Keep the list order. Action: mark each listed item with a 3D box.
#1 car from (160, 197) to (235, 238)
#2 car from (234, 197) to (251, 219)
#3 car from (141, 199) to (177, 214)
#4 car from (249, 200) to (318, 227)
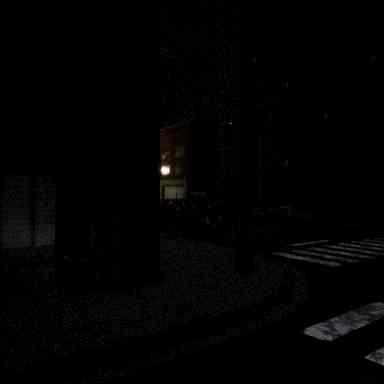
[{"bbox_3d":[-0.344,1.286,17.864,2.192,1.841,5.009,0,0,-35],"label":"car"},{"bbox_3d":[2.916,1.316,27.135,2.192,1.841,5.009,0,0,-35],"label":"car"},{"bbox_3d":[-3.662,1.533,36.394,1.887,1.381,4.507,0,0,-35],"label":"car"},{"bbox_3d":[6.105,1.532,22.642,1.752,1.417,4.829,0,0,-35],"label":"car"}]
